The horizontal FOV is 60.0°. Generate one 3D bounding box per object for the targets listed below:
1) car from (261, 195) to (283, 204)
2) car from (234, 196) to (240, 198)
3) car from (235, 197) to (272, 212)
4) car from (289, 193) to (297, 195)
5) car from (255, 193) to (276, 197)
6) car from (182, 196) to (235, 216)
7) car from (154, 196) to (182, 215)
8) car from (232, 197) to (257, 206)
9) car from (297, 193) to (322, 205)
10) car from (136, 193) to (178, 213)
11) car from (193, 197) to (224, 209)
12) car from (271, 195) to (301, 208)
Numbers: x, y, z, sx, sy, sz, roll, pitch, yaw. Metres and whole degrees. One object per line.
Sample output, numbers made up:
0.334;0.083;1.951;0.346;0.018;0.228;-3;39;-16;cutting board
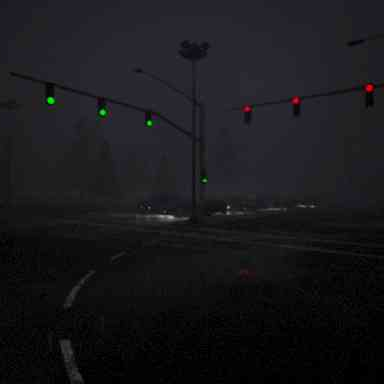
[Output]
14.441;1.376;60.036;2.128;1.511;4.902;0;0;38;car
4.645;1.268;41.203;2.097;1.767;4.553;0;0;37;car
7.202;1.524;38.776;1.895;1.301;4.718;0;0;37;car
18.509;1.111;59.611;2.150;2.045;5.566;0;0;38;car
10.931;1.125;49.622;2.150;2.045;5.566;0;0;37;car
1.668;1.426;31.347;2.128;1.511;4.902;0;0;37;car
-0.999;1.475;33.628;2.033;1.411;5.357;0;0;37;car
8.237;1.497;51.854;1.895;1.301;4.718;0;0;37;car
20.168;1.118;56.044;2.150;2.045;5.566;0;0;38;car
-3.532;1.141;36.078;2.150;2.045;5.566;0;0;37;car
2.284;1.434;43.886;1.812;1.442;4.674;0;0;37;car
13.243;1.512;46.869;1.895;1.301;4.718;0;0;37;car
